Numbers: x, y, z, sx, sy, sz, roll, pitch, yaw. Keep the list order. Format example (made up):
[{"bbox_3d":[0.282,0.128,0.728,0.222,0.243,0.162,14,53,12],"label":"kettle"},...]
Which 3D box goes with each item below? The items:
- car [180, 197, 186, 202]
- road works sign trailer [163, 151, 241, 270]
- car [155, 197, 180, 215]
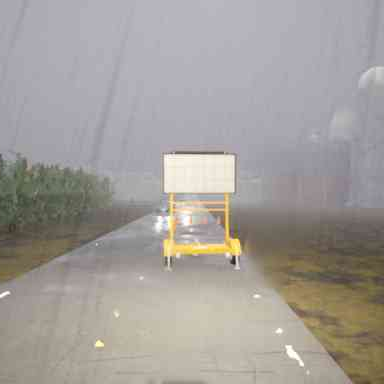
[{"bbox_3d":[-2.451,1.881,75.442,1.994,1.385,4.181,0,0,0],"label":"car"},{"bbox_3d":[0.232,0.465,11.019,2.380,3.560,2.880,0,0,-4],"label":"road works sign trailer"},{"bbox_3d":[-2.713,1.567,34.221,2.128,1.511,4.902,0,0,0],"label":"car"}]
